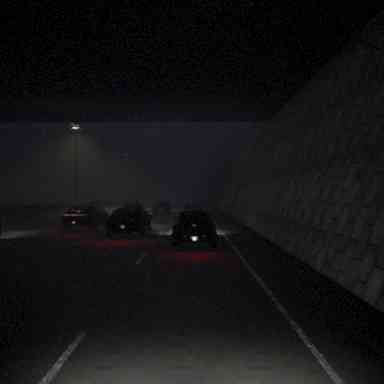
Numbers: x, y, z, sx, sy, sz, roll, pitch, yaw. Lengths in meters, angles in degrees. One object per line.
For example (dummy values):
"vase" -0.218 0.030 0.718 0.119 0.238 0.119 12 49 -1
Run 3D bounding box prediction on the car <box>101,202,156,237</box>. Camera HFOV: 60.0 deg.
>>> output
"car" -3.405 1.558 18.773 1.882 1.535 5.008 0 0 0

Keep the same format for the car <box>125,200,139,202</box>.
"car" -6.896 1.655 38.645 2.128 1.511 4.902 0 0 0

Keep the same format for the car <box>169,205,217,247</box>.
"car" 0.094 1.571 15.468 1.837 1.490 4.892 0 0 0

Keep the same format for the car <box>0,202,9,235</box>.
"car" -10.406 1.414 14.540 2.097 1.767 4.553 0 0 0

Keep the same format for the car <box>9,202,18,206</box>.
"car" -21.090 1.760 37.451 1.895 1.301 4.718 0 0 0

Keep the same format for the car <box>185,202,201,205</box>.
"car" 0.103 1.761 37.749 1.895 1.301 4.718 0 0 0

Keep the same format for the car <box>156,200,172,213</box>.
"car" -3.396 1.656 38.827 2.128 1.511 4.902 0 0 0

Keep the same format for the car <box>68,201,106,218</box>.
"car" -10.399 1.690 33.420 2.033 1.411 5.357 0 0 0

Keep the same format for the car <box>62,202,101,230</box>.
"car" -6.904 1.584 21.873 2.128 1.511 4.902 0 0 0
